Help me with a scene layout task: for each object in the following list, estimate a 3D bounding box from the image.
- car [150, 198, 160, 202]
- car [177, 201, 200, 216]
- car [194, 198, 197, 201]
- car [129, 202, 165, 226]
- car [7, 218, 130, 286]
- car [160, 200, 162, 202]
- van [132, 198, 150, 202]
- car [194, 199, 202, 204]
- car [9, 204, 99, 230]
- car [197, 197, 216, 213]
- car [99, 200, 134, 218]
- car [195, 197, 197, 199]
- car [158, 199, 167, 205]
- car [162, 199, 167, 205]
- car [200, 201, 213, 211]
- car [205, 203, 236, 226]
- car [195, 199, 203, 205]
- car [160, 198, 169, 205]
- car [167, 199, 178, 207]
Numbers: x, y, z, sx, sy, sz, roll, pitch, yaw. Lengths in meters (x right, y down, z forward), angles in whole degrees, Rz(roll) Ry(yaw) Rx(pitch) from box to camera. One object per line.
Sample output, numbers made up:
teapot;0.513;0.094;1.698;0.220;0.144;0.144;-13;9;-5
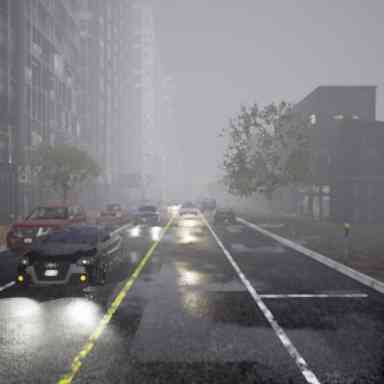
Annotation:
car;-6.306;1.802;48.507;2.192;1.841;5.009;-1;-1;-1
car;-0.369;1.965;36.503;1.895;1.301;4.718;0;-1;-1
car;-0.526;1.986;46.290;1.812;1.442;4.674;0;0;0
car;-3.416;1.766;26.033;1.837;1.490;4.892;0;0;-1
car;-3.204;1.663;9.526;1.994;1.385;4.181;0;-1;-1
car;-6.371;2.065;53.870;1.752;1.417;4.829;-1;-1;-1
van;-6.166;1.719;37.439;1.690;1.788;3.998;-1;-1;-1
car;1.586;2.445;87.337;1.802;1.307;4.206;-1;-1;-1
car;-5.978;1.466;14.574;2.192;1.841;5.009;-1;-1;-1
car;2.143;1.742;43.070;2.192;1.841;5.009;-1;-1;-1
car;-6.026;1.701;25.642;1.967;1.590;4.097;-1;-1;-1
car;1.792;2.015;70.739;2.192;1.841;5.009;-1;-1;-1
car;-6.652;2.283;76.006;1.752;1.417;4.829;-1;-1;-1
car;-6.513;2.195;65.107;1.887;1.381;4.507;-1;-1;-1
car;2.075;2.008;48.771;1.752;1.417;4.829;-1;-1;-1
car;2.379;1.806;25.731;2.008;1.369;4.403;-1;-1;-1
car;1.656;2.375;81.804;1.947;1.339;4.313;-1;-1;-1
car;-6.722;2.338;81.539;1.752;1.417;4.829;-1;-1;-1
car;-3.838;2.191;66.855;1.812;1.442;4.674;0;-1;0
